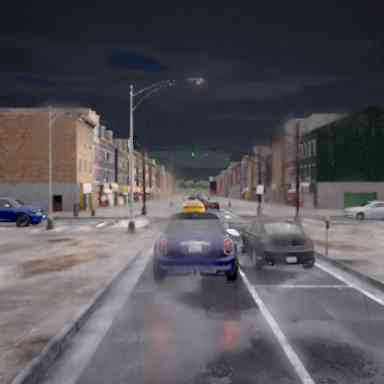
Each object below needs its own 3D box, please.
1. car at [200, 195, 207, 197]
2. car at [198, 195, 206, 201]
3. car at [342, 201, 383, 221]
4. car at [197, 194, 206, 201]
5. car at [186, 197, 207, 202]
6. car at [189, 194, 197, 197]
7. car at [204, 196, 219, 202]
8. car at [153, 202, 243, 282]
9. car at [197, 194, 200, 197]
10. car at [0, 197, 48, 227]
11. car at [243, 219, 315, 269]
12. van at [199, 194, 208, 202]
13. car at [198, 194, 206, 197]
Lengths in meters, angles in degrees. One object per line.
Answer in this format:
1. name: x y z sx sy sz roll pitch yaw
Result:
1. car: 2.630 1.636 54.475 1.802 1.307 4.206 -1 0 0
2. car: 2.634 1.645 87.670 2.008 1.369 4.403 -1 0 0
3. car: 14.159 1.430 25.861 4.674 1.442 1.812 0 1 -2
4. car: 2.630 1.416 93.202 2.192 1.841 5.009 -1 0 0
5. car: 0.102 1.500 30.761 1.882 1.535 5.008 0 0 0
6. car: 0.011 1.582 77.944 1.837 1.490 4.892 0 0 0
7. car: 2.628 1.585 43.410 1.887 1.381 4.507 -1 0 0
8. car: 0.089 1.359 9.971 2.097 1.767 4.553 0 0 0
9. car: 2.630 1.514 71.072 1.967 1.590 4.097 -1 0 0
10. car: -12.935 1.356 22.912 5.566 2.045 2.150 0 1 0
11. car: 2.624 1.558 10.965 2.008 1.369 4.403 -1 0 0
12. van: 2.628 1.422 76.605 1.690 1.788 3.998 -1 0 0
13. car: 2.631 1.612 65.540 1.887 1.381 4.507 -1 0 0
